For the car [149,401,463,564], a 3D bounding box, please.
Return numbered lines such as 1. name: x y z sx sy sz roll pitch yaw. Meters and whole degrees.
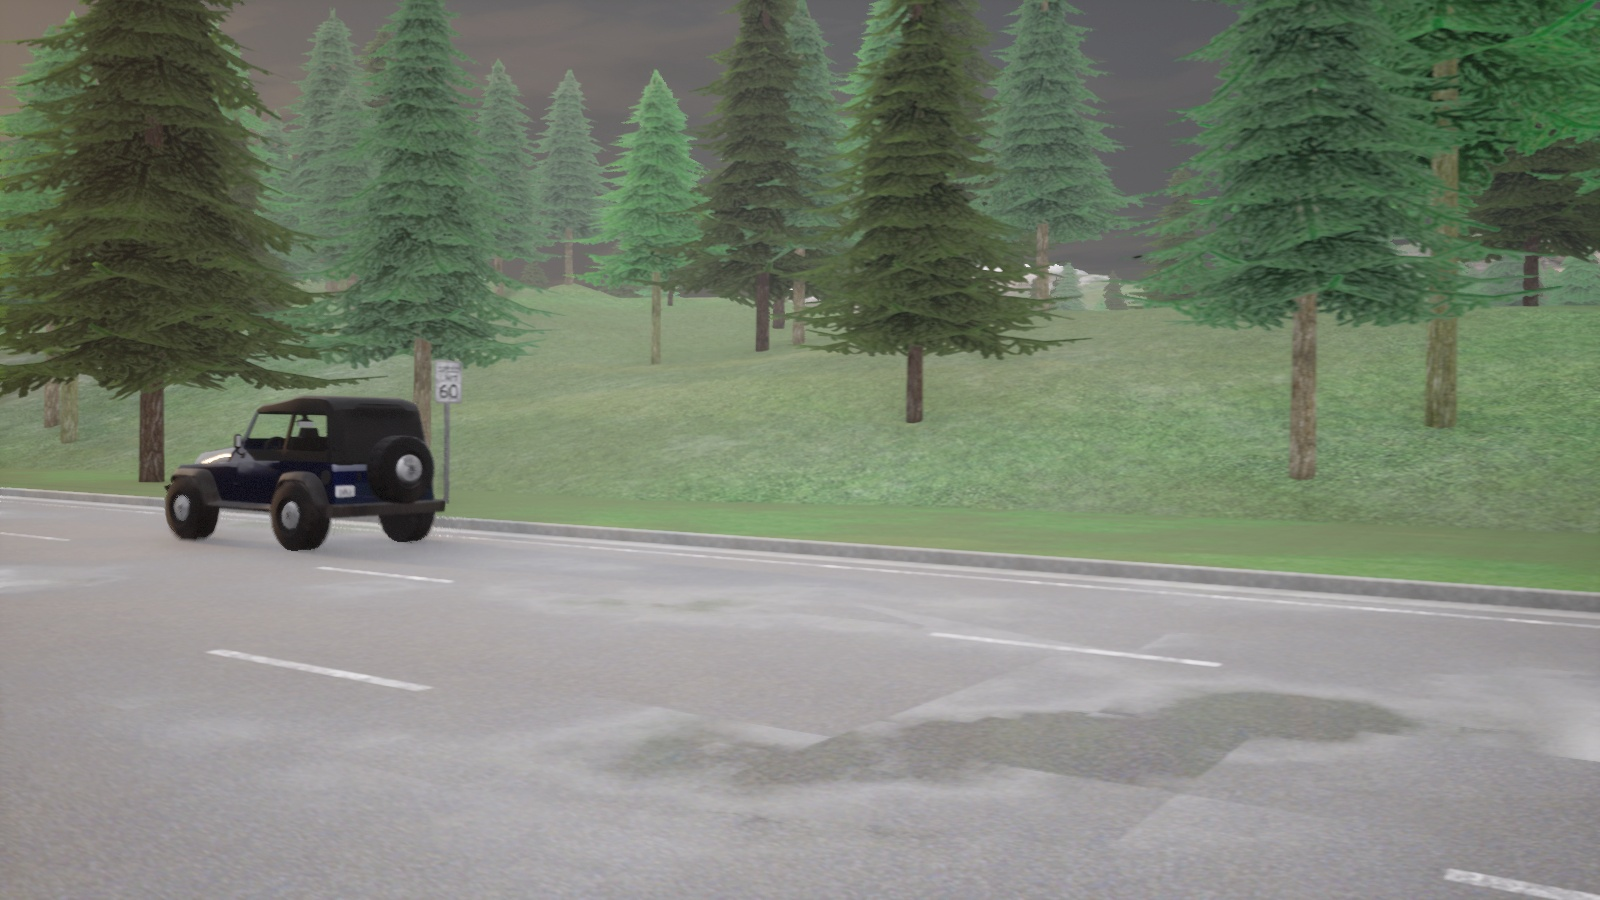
1. car: -6.456 0.363 16.325 3.866 1.878 1.905 0 1 34
